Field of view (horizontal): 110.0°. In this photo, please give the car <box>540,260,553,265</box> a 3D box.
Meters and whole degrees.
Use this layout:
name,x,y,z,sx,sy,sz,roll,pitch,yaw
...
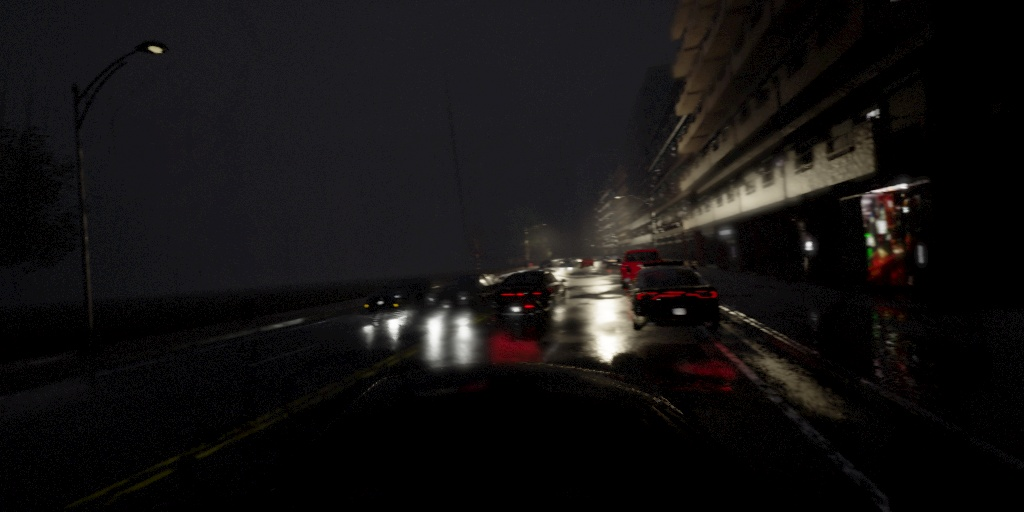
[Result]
name,x,y,z,sx,sy,sz,roll,pitch,yaw
car,5.571,1.307,57.719,1.812,1.442,4.674,-4,0,13

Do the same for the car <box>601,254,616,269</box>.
name,x,y,z,sx,sy,sz,roll,pitch,yaw
car,12.510,0.718,44.369,2.128,1.511,4.902,-4,0,14

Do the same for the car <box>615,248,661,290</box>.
name,x,y,z,sx,sy,sz,roll,pitch,yaw
car,7.058,0.632,19.755,2.150,2.045,5.566,-4,0,16

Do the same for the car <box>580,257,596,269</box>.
name,x,y,z,sx,sy,sz,roll,pitch,yaw
car,10.396,0.878,49.131,1.882,1.535,5.008,-4,0,13

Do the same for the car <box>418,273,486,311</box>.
name,x,y,z,sx,sy,sz,roll,pitch,yaw
car,-1.799,1.516,16.251,2.033,1.411,5.357,-4,0,16

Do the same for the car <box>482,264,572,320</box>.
name,x,y,z,sx,sy,sz,roll,pitch,yaw
car,0.789,1.279,12.835,1.837,1.490,4.892,-4,0,16

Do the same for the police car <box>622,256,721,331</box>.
name,x,y,z,sx,sy,sz,roll,pitch,yaw
police car,4.290,0.949,10.141,1.930,1.638,5.238,-4,0,17

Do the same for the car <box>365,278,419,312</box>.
name,x,y,z,sx,sy,sz,roll,pitch,yaw
car,-4.978,1.747,16.964,1.994,1.385,4.181,-4,0,16

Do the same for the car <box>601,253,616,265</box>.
name,x,y,z,sx,sy,sz,roll,pitch,yaw
car,16.234,0.456,60.631,2.097,1.767,4.553,-4,0,12

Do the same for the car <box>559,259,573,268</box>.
name,x,y,z,sx,sy,sz,roll,pitch,yaw
car,8.477,1.140,55.883,1.994,1.385,4.181,-4,0,13
